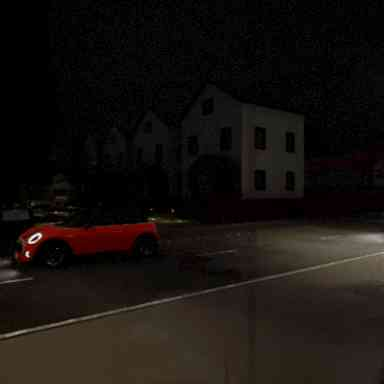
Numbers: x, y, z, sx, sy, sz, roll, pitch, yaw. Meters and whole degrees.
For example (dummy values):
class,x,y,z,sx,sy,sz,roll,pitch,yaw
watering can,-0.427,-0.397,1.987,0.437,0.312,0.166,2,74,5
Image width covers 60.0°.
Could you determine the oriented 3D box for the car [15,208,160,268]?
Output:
class,x,y,z,sx,sy,sz,roll,pitch,yaw
car,-3.445,1.355,11.353,4.553,1.767,2.097,0,0,-34
